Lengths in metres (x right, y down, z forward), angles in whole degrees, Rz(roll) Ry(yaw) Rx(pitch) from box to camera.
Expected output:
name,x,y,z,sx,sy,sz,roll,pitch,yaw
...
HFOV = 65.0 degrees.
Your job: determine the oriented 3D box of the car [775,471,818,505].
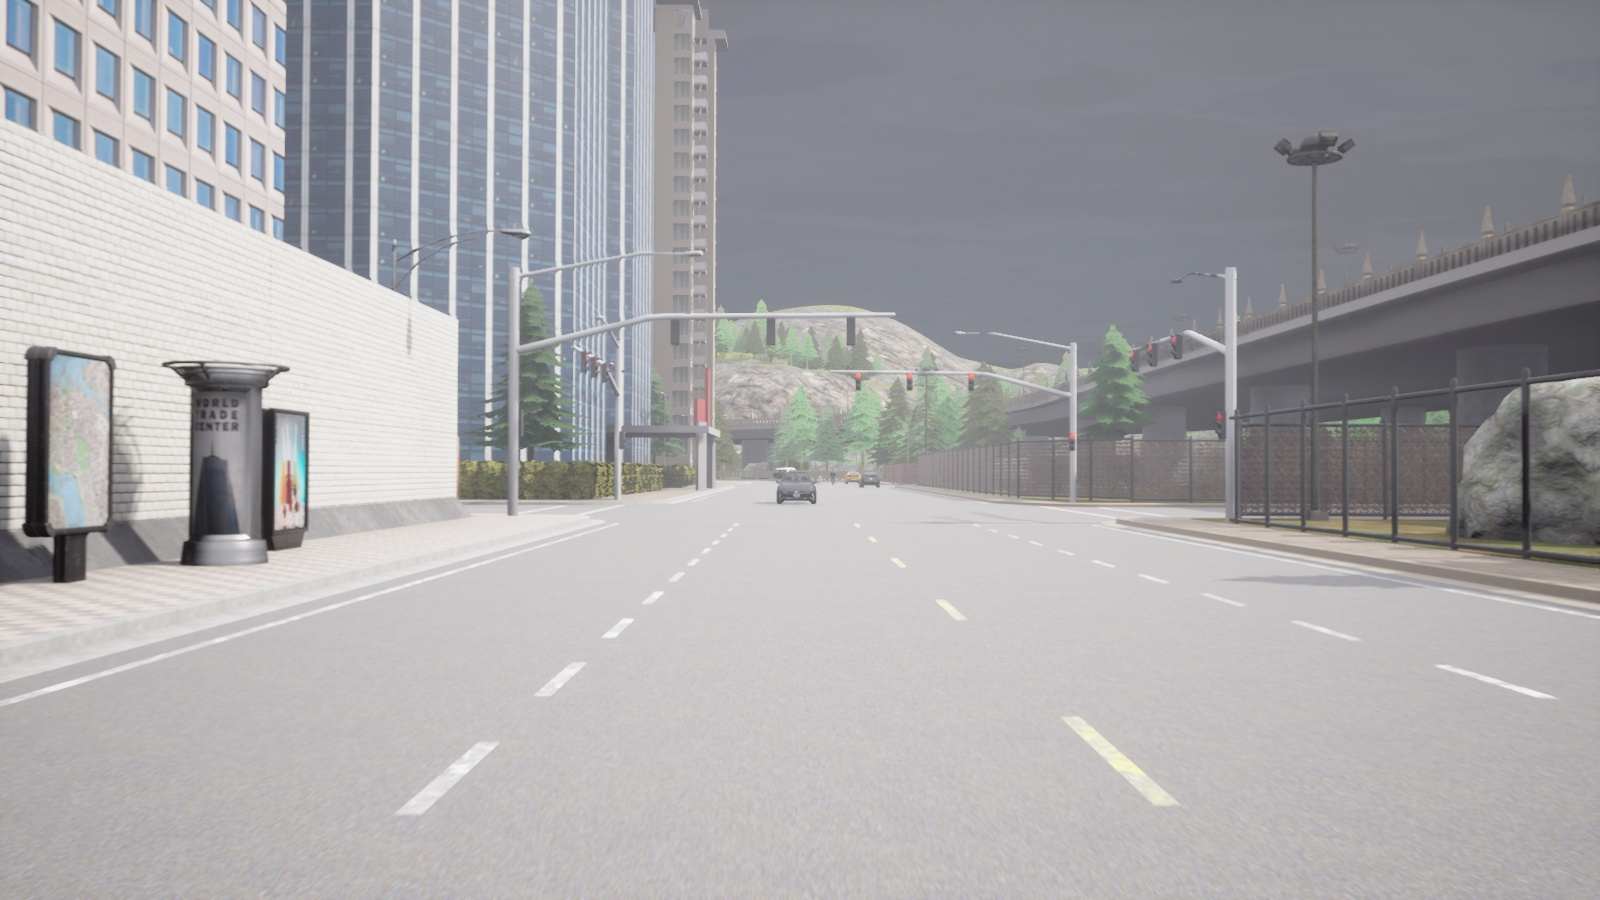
name,x,y,z,sx,sy,sz,roll,pitch,yaw
car,-0.150,1.796,60.909,2.007,1.525,4.514,0,0,0
